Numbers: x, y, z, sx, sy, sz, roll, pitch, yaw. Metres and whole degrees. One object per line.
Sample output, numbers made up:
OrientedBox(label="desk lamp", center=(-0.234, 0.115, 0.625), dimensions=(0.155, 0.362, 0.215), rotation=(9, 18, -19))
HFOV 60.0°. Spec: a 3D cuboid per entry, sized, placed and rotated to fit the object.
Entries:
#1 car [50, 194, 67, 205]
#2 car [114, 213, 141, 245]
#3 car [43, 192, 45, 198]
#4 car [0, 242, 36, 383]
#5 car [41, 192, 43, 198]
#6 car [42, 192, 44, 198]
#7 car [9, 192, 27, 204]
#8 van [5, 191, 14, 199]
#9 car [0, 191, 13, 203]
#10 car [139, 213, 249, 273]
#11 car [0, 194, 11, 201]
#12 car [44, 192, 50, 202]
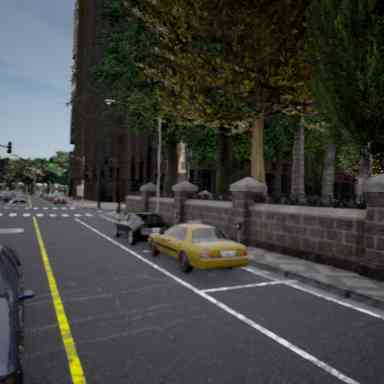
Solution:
OrientedBox(label="car", center=(-21.507, 1.231, 54.115), dimensions=(1.967, 1.590, 4.097), rotation=(2, 0, -26))
OrientedBox(label="car", center=(-2.412, 1.608, 15.721), dimensions=(1.947, 1.339, 4.313), rotation=(2, 0, -26))
OrientedBox(label="car", center=(-31.197, 1.214, 73.588), dimensions=(1.887, 1.381, 4.507), rotation=(2, 0, -26))
OrientedBox(label="car", center=(-3.367, 1.488, 4.708), dimensions=(2.033, 1.411, 5.357), rotation=(2, 0, -26))
OrientedBox(label="car", center=(-36.116, 1.134, 83.477), dimensions=(1.752, 1.417, 4.829), rotation=(2, 0, -26))
OrientedBox(label="car", center=(-33.619, 1.184, 78.457), dimensions=(1.887, 1.381, 4.507), rotation=(2, 0, -26))
OrientedBox(label="car", center=(-27.499, 1.168, 53.108), dimensions=(2.033, 1.411, 5.357), rotation=(2, 0, -26))
OrientedBox(label="van", center=(-43.665, 0.716, 79.530), dimensions=(1.690, 1.788, 3.998), rotation=(2, 0, -26))
OrientedBox(label="car", center=(-31.555, 0.840, 55.188), dimensions=(2.192, 1.841, 5.009), rotation=(2, 0, -26))
OrientedBox(label="car", center=(-0.056, 1.599, 10.988), dimensions=(1.752, 1.417, 4.829), rotation=(2, 0, -26))
OrientedBox(label="car", center=(-36.406, 1.046, 64.923), dimensions=(1.802, 1.307, 4.206), rotation=(2, 0, -26))
OrientedBox(label="car", center=(-28.775, 1.250, 68.719), dimensions=(2.008, 1.369, 4.403), rotation=(2, 0, -26))
